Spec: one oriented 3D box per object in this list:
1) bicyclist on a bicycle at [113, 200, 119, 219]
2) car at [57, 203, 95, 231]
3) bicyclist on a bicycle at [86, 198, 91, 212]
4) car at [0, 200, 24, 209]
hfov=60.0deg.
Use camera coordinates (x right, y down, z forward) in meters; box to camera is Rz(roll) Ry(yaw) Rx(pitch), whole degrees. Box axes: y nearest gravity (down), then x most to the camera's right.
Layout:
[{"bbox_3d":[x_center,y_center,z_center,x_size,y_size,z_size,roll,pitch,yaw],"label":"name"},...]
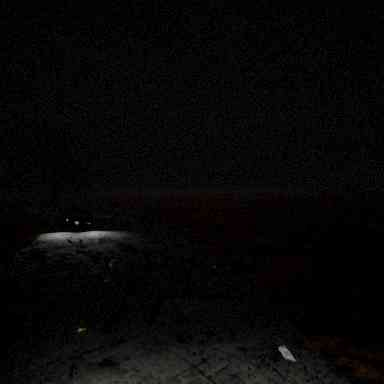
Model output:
[{"bbox_3d":[-6.629,1.503,29.061,0.582,1.620,1.656,0,-1,-27],"label":"bicyclist on a bicycle"},{"bbox_3d":[-7.298,1.485,20.824,1.837,1.490,4.892,1,-1,-22],"label":"car"},{"bbox_3d":[-11.643,1.527,37.276,0.659,1.776,1.843,1,-1,-34],"label":"bicyclist on a bicycle"},{"bbox_3d":[-28.827,2.008,53.258,4.718,1.301,1.895,-1,-1,39],"label":"car"}]
